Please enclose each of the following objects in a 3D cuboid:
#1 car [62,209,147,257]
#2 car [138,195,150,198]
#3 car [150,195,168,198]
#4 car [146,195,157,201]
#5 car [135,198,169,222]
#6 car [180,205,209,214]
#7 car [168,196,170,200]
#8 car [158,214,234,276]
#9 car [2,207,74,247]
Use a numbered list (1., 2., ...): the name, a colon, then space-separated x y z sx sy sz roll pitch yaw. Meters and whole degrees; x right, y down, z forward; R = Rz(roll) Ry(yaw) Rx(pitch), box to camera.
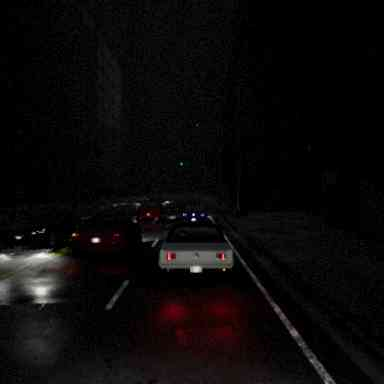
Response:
1. car: -3.150 1.556 12.886 1.994 1.385 4.181 0 0 0
2. car: -9.762 1.496 65.400 1.812 1.442 4.674 0 0 0
3. car: -6.510 1.517 65.440 2.033 1.411 5.357 0 0 0
4. car: -9.751 1.501 80.887 2.033 1.411 5.357 0 0 0
5. car: -3.141 1.465 26.327 1.882 1.535 5.008 0 0 0
6. car: 0.288 1.589 24.898 1.895 1.301 4.718 0 0 5
7. car: -6.501 1.485 80.945 2.128 1.511 4.902 0 0 0
8. car: 0.104 1.595 10.335 1.895 1.301 4.718 0 0 0
9. car: -6.577 1.499 15.056 1.837 1.490 4.892 0 0 0
